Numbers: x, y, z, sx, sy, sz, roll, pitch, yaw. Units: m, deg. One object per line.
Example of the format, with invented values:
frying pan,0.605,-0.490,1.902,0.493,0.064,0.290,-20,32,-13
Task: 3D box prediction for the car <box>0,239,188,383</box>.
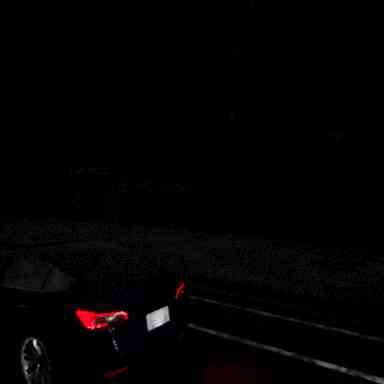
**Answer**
car,-2.293,1.496,5.199,4.792,1.488,2.163,0,0,36
